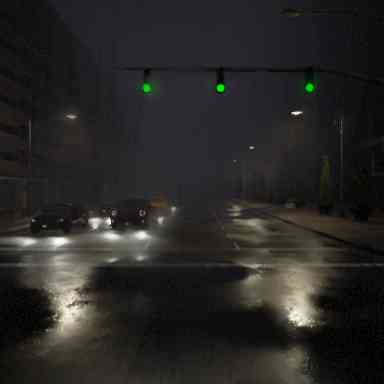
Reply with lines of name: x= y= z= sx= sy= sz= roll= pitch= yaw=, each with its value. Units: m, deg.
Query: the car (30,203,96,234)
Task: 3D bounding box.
car: x=-7.048 y=1.348 z=18.264 sx=1.812 sy=1.442 sz=4.674 roll=0 pitch=0 yaw=1

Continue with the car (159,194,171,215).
car: x=-3.327 y=1.197 z=30.448 sx=1.882 sy=1.535 sz=5.008 roll=0 pitch=0 yaw=2

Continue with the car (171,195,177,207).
car: x=-2.993 y=1.093 z=42.903 sx=1.882 sy=1.535 sz=5.008 roll=0 pitch=1 yaw=2

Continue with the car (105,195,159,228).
car: x=-3.522 y=1.155 z=20.449 sx=2.097 sy=1.767 sz=4.553 roll=0 pitch=0 yaw=1

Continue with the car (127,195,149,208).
car: x=-6.552 y=1.157 z=40.978 sx=1.812 sy=1.442 sz=4.674 roll=0 pitch=0 yaw=2

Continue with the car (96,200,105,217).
car: x=-6.889 y=1.303 z=28.163 sx=1.994 sy=1.385 sz=4.181 roll=0 pitch=0 yaw=1
